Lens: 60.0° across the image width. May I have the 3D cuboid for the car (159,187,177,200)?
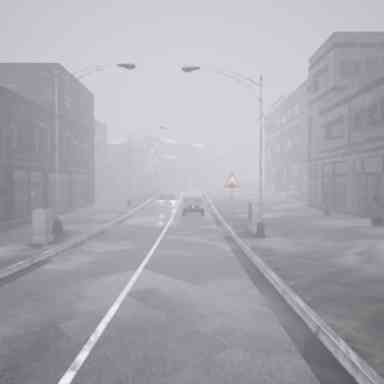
[{"bbox_3d":[-3.083,0.126,42.886,1.812,1.442,4.674,0,4,0],"label":"car"}]

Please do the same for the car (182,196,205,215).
[{"bbox_3d":[0.095,1.066,28.174,2.033,1.411,5.357,0,3,0],"label":"car"}]
